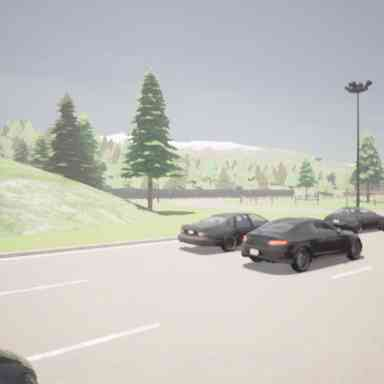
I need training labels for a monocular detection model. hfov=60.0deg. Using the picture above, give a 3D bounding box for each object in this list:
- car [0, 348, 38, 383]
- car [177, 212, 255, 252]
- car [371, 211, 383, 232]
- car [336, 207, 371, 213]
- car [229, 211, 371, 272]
[{"bbox_3d":[-3.197,1.527,1.455,4.674,1.442,1.812,1,0,-36],"label":"car"},{"bbox_3d":[1.990,1.543,13.845,5.357,1.411,2.033,0,0,-36],"label":"car"},{"bbox_3d":[11.117,1.483,16.137,4.902,1.511,2.128,0,0,-36],"label":"car"},{"bbox_3d":[9.471,1.555,19.265,4.181,1.385,1.994,0,0,-36],"label":"car"},{"bbox_3d":[3.608,1.521,10.709,4.674,1.442,1.812,0,0,-36],"label":"car"}]
